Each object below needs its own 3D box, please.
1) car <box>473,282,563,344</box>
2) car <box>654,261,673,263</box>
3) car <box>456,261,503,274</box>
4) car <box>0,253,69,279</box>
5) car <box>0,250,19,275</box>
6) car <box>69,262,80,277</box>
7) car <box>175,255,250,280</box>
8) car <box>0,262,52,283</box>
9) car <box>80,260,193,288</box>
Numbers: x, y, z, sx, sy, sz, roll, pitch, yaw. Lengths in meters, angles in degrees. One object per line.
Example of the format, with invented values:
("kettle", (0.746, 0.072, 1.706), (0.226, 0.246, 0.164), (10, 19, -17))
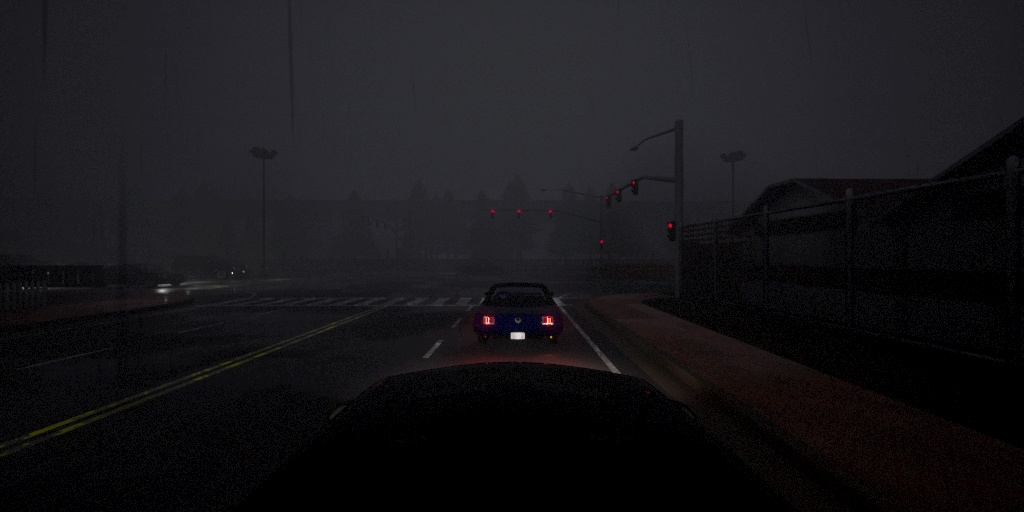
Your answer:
("car", (0.189, 1.351, 9.579), (1.895, 1.301, 4.718), (0, 0, 2))
("car", (17.180, 1.276, 41.602), (4.674, 1.442, 1.812), (0, 0, -1))
("car", (-3.746, 1.297, 41.262), (5.357, 1.411, 2.033), (0, 0, -1))
("car", (-37.160, 0.819, 26.494), (5.566, 2.045, 2.150), (2, 0, -1))
("car", (-45.439, 0.389, 29.884), (5.566, 2.045, 2.150), (4, 0, -1))
("car", (-35.123, 1.190, 30.029), (4.674, 1.442, 1.812), (1, 0, -1))
("car", (-25.400, 0.965, 30.188), (5.566, 2.045, 2.150), (0, 0, -1))
("car", (-33.144, 1.268, 23.059), (4.181, 1.385, 1.994), (1, 0, -1))
("car", (-24.161, 1.226, 23.207), (5.008, 1.535, 1.882), (0, 0, -1))
